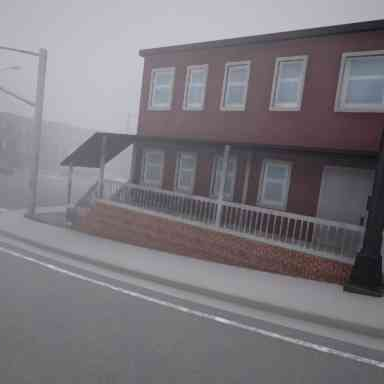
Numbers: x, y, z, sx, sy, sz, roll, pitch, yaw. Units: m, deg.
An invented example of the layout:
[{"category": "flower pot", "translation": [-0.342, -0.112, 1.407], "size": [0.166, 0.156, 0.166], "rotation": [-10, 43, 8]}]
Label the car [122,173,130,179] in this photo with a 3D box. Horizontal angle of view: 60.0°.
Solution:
[{"category": "car", "translation": [-8.042, -2.463, 50.257], "size": [2.033, 1.411, 5.357], "rotation": [10, 6, 36]}]

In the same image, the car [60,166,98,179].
[{"category": "car", "translation": [-14.150, -2.513, 41.827], "size": [1.837, 1.490, 4.892], "rotation": [10, 6, 35]}]

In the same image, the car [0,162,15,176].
[{"category": "car", "translation": [-20.198, -2.459, 33.468], "size": [1.994, 1.385, 4.181], "rotation": [10, 6, 35]}]
